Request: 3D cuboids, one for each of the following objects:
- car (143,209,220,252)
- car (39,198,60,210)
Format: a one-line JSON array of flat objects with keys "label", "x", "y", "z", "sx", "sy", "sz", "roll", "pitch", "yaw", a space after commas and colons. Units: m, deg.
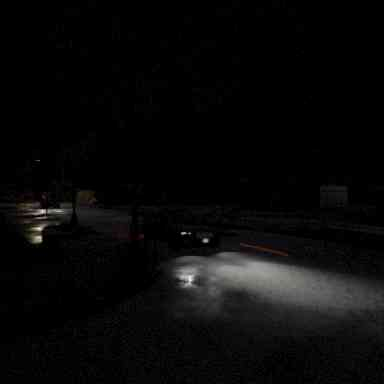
[{"label": "car", "x": -0.610, "y": 1.482, "z": 14.141, "sx": 2.128, "sy": 1.511, "sz": 4.902, "roll": 0, "pitch": 0, "yaw": -27}, {"label": "car", "x": -18.409, "y": 1.502, "z": 43.092, "sx": 1.812, "sy": 1.442, "sz": 4.674, "roll": 0, "pitch": 0, "yaw": -32}]
